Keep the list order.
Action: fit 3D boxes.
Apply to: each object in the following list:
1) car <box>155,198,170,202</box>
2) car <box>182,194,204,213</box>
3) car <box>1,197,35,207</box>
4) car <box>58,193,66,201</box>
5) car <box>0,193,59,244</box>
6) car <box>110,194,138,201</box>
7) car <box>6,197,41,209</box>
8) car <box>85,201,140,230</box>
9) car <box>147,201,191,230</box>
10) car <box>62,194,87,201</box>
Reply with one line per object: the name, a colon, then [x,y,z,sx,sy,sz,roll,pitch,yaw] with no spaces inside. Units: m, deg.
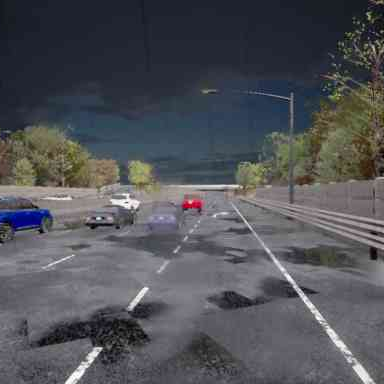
car: [-3.354,1.495,38.805,2.128,1.511,4.902,0,0,5]
car: [0.091,1.223,38.057,2.150,2.045,5.566,0,0,5]
car: [-26.942,1.561,51.757,2.033,1.411,5.357,0,0,5]
car: [-20.116,1.236,49.663,2.150,2.045,5.566,0,-1,5]
car: [-8.981,1.221,16.101,2.150,2.045,5.566,0,0,5]
car: [-7.144,1.221,35.745,2.150,2.045,5.566,0,0,4]
car: [-23.856,1.500,47.237,2.128,1.511,4.902,0,0,5]
car: [-4.997,1.547,21.162,2.033,1.411,5.357,0,0,5]
car: [-1.480,1.547,21.150,2.033,1.411,5.357,0,0,5]
car: [-16.653,1.503,49.103,2.128,1.511,4.902,0,0,5]
